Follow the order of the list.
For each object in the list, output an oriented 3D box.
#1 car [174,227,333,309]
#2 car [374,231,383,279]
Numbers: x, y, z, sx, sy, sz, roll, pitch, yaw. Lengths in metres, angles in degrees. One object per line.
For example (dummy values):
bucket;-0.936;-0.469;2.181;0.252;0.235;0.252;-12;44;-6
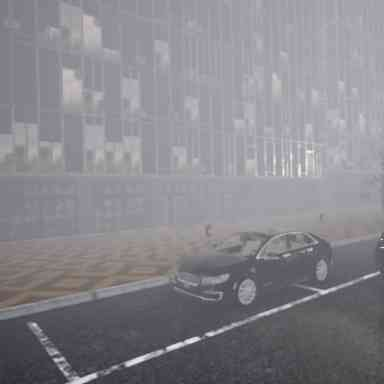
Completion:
car;1.621;1.554;7.850;4.403;1.369;2.008;-1;0;-37
car;6.824;1.098;8.454;5.566;2.045;2.150;-1;0;-37
